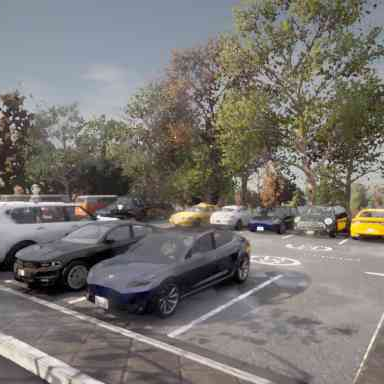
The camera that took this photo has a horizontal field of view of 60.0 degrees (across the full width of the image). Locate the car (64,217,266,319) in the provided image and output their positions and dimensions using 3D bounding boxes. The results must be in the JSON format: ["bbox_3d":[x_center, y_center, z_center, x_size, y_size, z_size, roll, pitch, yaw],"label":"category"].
[{"bbox_3d":[-0.266,1.630,8.079,2.163,1.488,4.792,0,0,36],"label":"car"}]

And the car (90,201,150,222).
[{"bbox_3d":[-6.030,1.570,28.427,2.163,1.488,4.792,0,0,36],"label":"car"}]

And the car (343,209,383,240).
[{"bbox_3d":[9.574,1.600,17.128,2.097,1.535,5.008,0,0,36],"label":"car"}]

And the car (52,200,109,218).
[{"bbox_3d":[-10.581,1.561,31.801,2.163,1.488,4.792,0,0,36],"label":"car"}]

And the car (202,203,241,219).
[{"bbox_3d":[2.950,1.615,21.939,2.002,1.452,4.674,0,0,36],"label":"car"}]

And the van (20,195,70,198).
[{"bbox_3d":[-15.025,1.318,34.858,1.878,1.987,4.442,0,0,36],"label":"van"}]

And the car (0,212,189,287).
[{"bbox_3d":[-2.493,1.591,9.737,2.097,1.535,5.008,0,0,36],"label":"car"}]

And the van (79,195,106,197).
[{"bbox_3d":[-8.287,1.308,30.244,1.878,1.987,4.442,0,0,36],"label":"van"}]

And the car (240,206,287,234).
[{"bbox_3d":[5.176,1.613,20.290,2.163,1.488,4.792,0,0,36],"label":"car"}]

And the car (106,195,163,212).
[{"bbox_3d":[-3.755,1.298,26.846,2.435,2.045,5.566,0,0,36],"label":"car"}]

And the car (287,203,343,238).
[{"bbox_3d":[7.353,1.466,18.785,2.185,1.767,4.553,0,0,36],"label":"car"}]

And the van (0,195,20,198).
[{"bbox_3d":[-19.389,1.346,38.304,1.878,1.987,4.442,0,0,36],"label":"van"}]

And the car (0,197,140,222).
[{"bbox_3d":[-4.725,1.332,11.386,2.435,2.045,5.566,0,0,36],"label":"car"}]

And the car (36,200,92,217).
[{"bbox_3d":[-12.717,1.564,33.352,2.163,1.488,4.792,0,0,36],"label":"car"}]

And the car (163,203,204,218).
[{"bbox_3d":[0.601,1.564,23.419,1.946,1.575,5.366,0,0,36],"label":"car"}]
